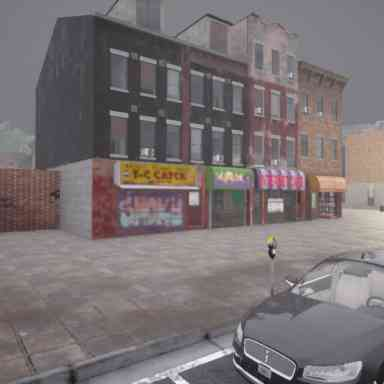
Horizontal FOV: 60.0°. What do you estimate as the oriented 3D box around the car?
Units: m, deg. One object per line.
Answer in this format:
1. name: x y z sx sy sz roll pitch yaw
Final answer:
1. car: 2.504 1.552 4.585 4.403 1.369 2.008 0 0 -35
